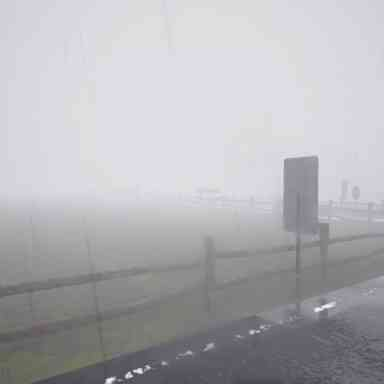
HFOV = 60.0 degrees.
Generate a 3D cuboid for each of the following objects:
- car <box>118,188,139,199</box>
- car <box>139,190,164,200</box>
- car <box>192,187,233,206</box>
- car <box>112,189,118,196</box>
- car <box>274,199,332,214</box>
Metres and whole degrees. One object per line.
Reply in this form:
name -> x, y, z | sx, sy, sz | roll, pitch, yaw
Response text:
car -> -9.844, 0.203, 54.495 | 2.097, 1.767, 4.553 | 1, 1, -35
car -> -6.281, 0.411, 54.408 | 1.882, 1.535, 5.008 | 1, 1, -35
car -> 2.199, 0.548, 37.213 | 2.150, 2.045, 5.566 | 1, 1, -35
car -> -14.064, 0.120, 65.481 | 2.128, 1.511, 4.902 | 1, 1, -35
car -> 9.053, 1.086, 27.444 | 1.882, 1.535, 5.008 | 1, 1, -35
